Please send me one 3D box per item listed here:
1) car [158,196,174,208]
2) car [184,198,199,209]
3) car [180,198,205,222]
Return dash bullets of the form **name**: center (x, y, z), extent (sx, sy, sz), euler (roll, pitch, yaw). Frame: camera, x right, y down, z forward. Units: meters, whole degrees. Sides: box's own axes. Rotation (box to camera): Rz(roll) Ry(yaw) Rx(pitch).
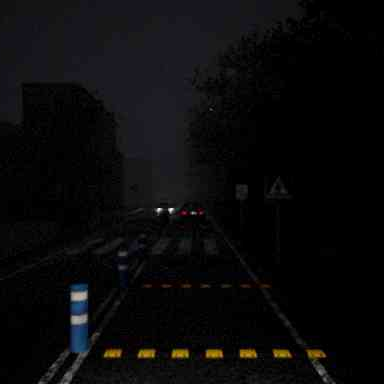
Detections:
- **car**: center (-3.506, 1.323, 44.553), extent (1.882, 1.535, 5.008), euler (0, 0, 0)
- **car**: center (-0.056, 1.443, 43.207), extent (1.895, 1.301, 4.718), euler (0, 0, 0)
- **car**: center (0.039, 1.473, 25.219), extent (2.033, 1.411, 5.357), euler (0, 0, 0)
